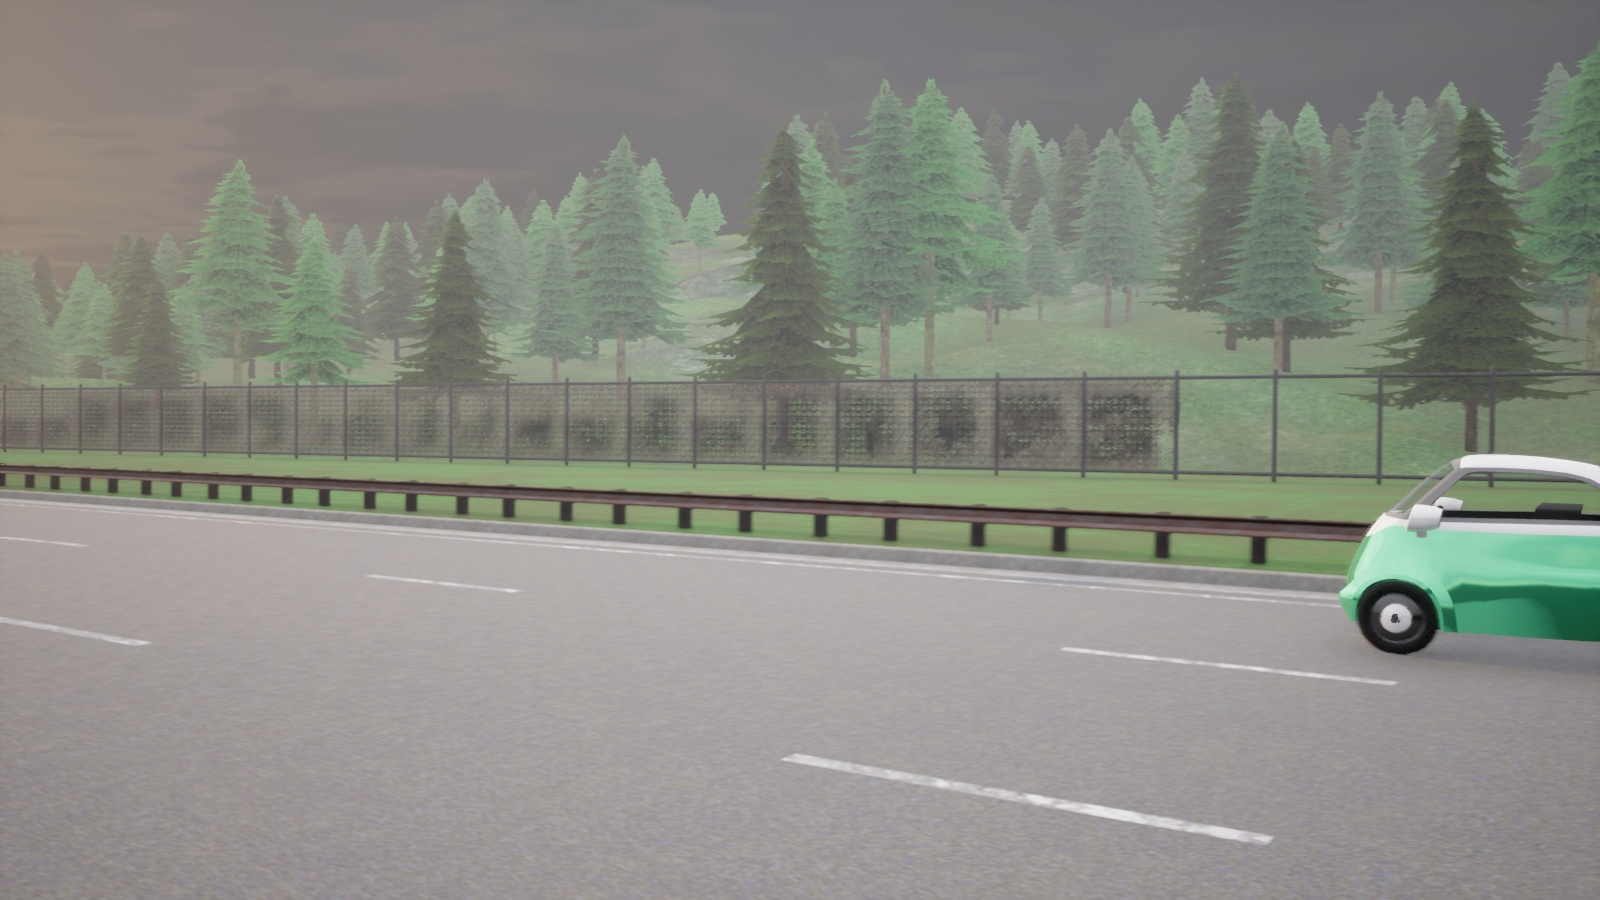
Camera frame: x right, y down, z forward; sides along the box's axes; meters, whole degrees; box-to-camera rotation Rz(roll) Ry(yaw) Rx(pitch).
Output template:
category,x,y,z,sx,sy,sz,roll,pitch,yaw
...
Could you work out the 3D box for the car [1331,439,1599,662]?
category,x,y,z,sx,sy,sz,roll,pitch,yaw
car,5.002,0.620,8.699,2.207,1.376,1.481,0,1,33
